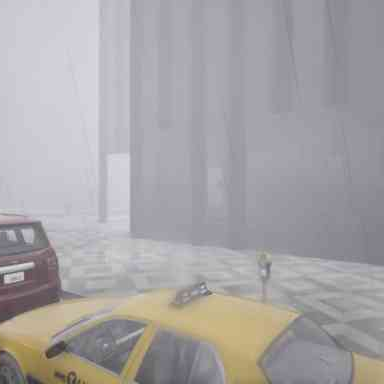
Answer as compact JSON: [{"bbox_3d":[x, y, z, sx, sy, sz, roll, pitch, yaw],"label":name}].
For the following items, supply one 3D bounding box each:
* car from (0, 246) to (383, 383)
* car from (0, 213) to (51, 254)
[{"bbox_3d":[-0.216,1.525,3.118,4.829,1.417,1.752,0,0,36],"label":"car"},{"bbox_3d":[-4.490,1.314,6.176,5.009,1.841,2.192,0,0,36],"label":"car"}]
